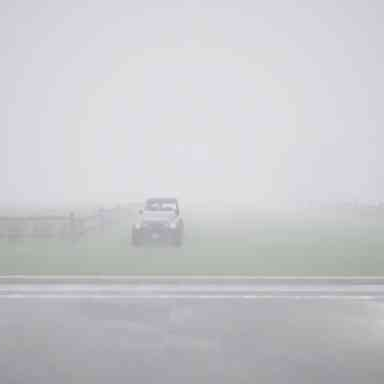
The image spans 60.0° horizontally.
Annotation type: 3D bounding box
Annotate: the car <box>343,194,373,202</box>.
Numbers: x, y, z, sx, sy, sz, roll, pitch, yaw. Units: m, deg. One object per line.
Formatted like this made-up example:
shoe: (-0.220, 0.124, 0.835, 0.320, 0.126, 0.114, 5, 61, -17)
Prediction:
car: (29.582, 1.214, 59.257, 4.605, 1.855, 1.932, 0, 0, 0)

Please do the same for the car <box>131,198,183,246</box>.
car: (-1.370, 1.215, 14.325, 1.905, 1.878, 3.866, 0, 0, 0)
